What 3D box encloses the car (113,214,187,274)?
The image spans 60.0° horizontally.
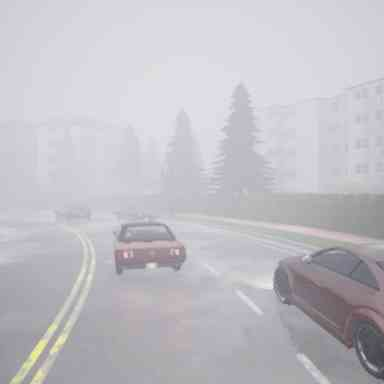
[{"bbox_3d":[-1.588,1.618,10.756,1.895,1.301,4.718,0,0,-14],"label":"car"}]

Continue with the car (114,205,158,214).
[{"bbox_3d":[-4.436,1.647,25.683,1.895,1.301,4.718,0,0,-32],"label":"car"}]

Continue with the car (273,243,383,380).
[{"bbox_3d":[2.906,1.541,5.520,1.994,1.385,4.181,0,0,-7],"label":"car"}]

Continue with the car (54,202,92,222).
[{"bbox_3d":[-9.789,1.584,27.108,2.128,1.511,4.902,0,0,-37],"label":"car"}]
